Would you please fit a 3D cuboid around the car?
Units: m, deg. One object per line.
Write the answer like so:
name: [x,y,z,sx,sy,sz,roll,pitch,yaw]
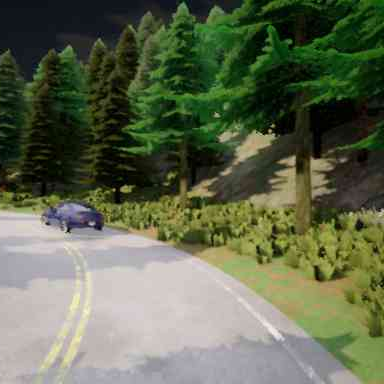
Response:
car: [-6.231,1.205,17.355,1.812,1.442,4.674,2,1,-42]
